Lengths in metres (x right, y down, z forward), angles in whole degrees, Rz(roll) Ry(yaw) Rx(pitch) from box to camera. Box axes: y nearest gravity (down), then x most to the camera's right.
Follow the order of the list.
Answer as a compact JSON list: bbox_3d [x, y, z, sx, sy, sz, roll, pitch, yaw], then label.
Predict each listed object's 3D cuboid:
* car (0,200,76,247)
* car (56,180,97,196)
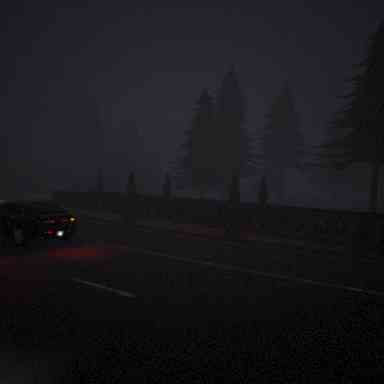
[{"bbox_3d":[-6.473,1.060,12.810,4.892,1.490,1.837,3,2,36],"label":"car"},{"bbox_3d":[-14.527,-0.565,42.610,2.150,2.045,5.566,4,2,37],"label":"car"}]
